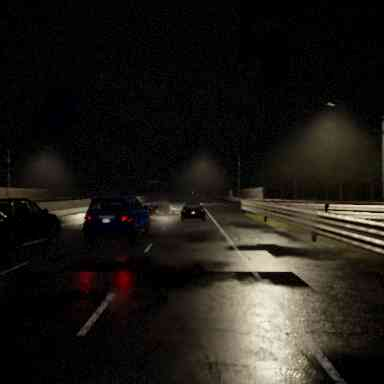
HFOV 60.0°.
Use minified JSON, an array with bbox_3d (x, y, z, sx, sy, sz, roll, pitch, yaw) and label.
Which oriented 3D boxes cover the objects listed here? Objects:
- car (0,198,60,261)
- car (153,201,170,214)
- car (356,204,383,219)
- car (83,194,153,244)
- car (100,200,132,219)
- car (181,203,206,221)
[{"bbox_3d":[-6.899,1.223,12.370,2.150,2.045,5.566,0,0,0],"label":"car"},{"bbox_3d":[-3.397,1.644,35.501,1.895,1.301,4.718,0,0,0],"label":"car"},{"bbox_3d":[16.180,1.698,27.911,1.895,1.301,4.718,0,-1,-21],"label":"car"},{"bbox_3d":[-3.398,1.226,15.832,2.150,2.045,5.566,0,0,0],"label":"car"},{"bbox_3d":[-6.897,1.556,30.666,1.812,1.442,4.674,0,0,0],"label":"car"},{"bbox_3d":[0.103,1.588,27.879,1.994,1.385,4.181,0,0,0],"label":"car"}]
